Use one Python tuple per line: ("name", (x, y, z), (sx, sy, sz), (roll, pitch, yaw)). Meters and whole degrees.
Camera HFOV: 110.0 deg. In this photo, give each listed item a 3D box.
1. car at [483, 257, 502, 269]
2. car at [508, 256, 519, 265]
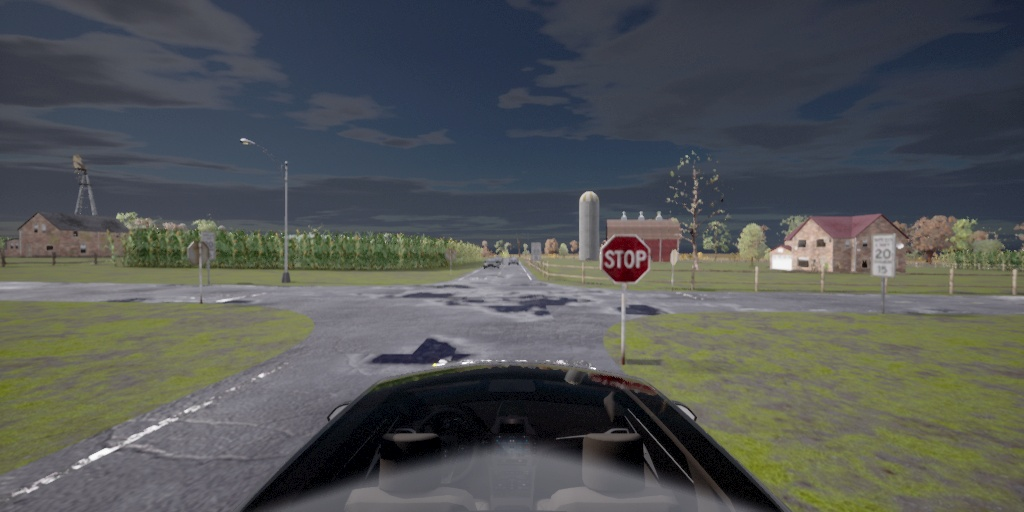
("car", (-2.665, 1.011, 46.646), (1.994, 1.385, 4.181), (0, 0, 0))
("car", (0.296, 0.897, 63.432), (2.033, 1.411, 5.357), (0, 0, 1))
